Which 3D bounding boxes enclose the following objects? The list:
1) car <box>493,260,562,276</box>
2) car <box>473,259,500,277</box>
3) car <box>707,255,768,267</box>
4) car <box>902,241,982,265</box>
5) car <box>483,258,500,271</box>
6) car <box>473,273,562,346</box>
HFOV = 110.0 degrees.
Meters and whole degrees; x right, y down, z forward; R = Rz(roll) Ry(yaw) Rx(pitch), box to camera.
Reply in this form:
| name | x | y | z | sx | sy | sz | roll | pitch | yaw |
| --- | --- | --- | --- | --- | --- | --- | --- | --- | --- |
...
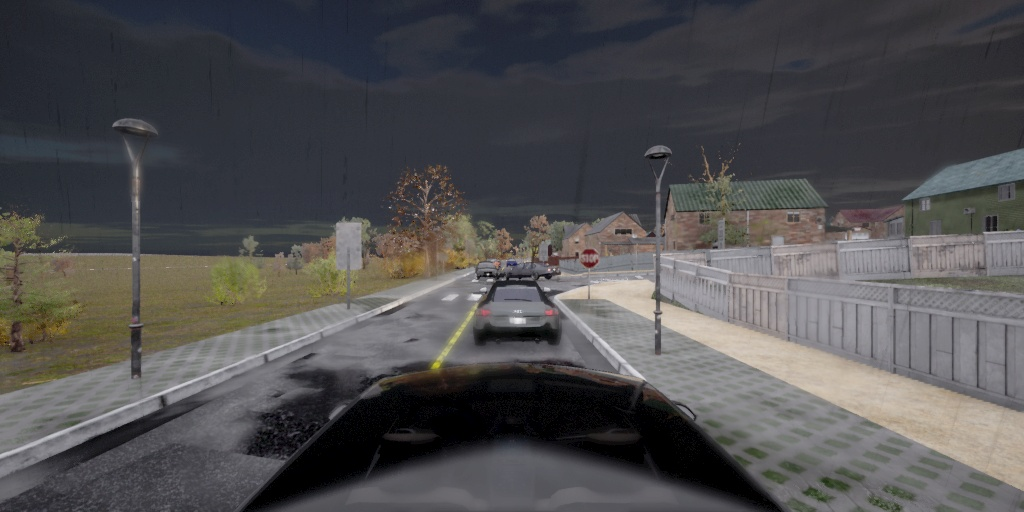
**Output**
| name | x | y | z | sx | sy | sz | roll | pitch | yaw |
| --- | --- | --- | --- | --- | --- | --- | --- | --- | --- |
| car | 1.316 | 1.198 | 28.455 | 5.357 | 1.411 | 2.033 | -4 | -3 | 43 |
| car | -2.273 | 1.258 | 31.363 | 1.837 | 1.490 | 4.892 | 0 | 0 | -8 |
| car | 14.371 | 0.413 | 22.841 | 4.181 | 1.385 | 1.994 | -3 | 0 | 16 |
| car | 23.874 | -0.208 | 20.426 | 4.902 | 1.511 | 2.128 | -3 | 0 | 14 |
| car | -2.885 | 1.121 | 51.181 | 2.097 | 1.767 | 4.553 | 0 | 0 | 1 |
| car | 0.096 | 1.313 | 9.439 | 1.994 | 1.385 | 4.181 | 0 | 0 | -1 |
